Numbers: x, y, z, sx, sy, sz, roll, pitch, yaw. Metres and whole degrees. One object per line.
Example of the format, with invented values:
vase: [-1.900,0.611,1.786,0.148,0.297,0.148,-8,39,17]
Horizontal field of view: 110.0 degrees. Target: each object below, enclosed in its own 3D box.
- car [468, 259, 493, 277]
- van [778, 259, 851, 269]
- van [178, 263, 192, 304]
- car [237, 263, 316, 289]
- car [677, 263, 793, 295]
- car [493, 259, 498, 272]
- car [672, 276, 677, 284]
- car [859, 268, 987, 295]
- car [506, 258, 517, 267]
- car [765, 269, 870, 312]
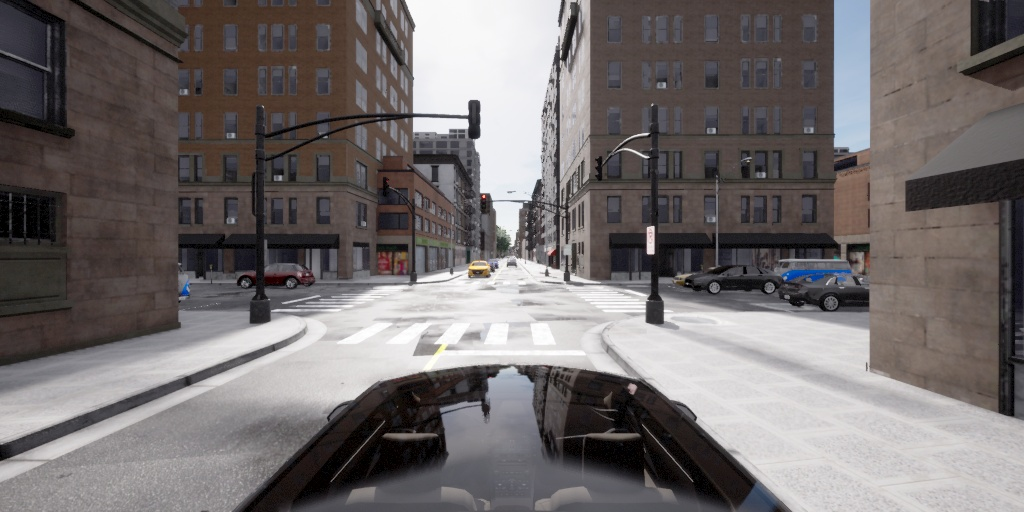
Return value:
car: [-3.123,1.218,34.780,1.882,1.535,5.008,0,0,-1]
van: [18.247,1.081,21.911,3.998,1.789,1.690,0,0,1]
van: [-14.682,1.089,13.704,3.998,1.789,1.690,0,0,1]
car: [-14.617,1.172,22.230,4.097,1.591,1.967,0,0,1]
car: [11.916,1.248,19.416,4.892,1.490,1.837,0,0,-1]
car: [-3.132,1.333,45.091,1.895,1.301,4.718,0,0,0]
car: [12.408,1.264,21.968,4.829,1.417,1.751,0,0,1]
car: [21.949,1.346,19.306,4.718,1.301,1.895,0,0,1]
car: [-0.044,1.260,63.714,2.033,1.411,5.357,0,0,0]
car: [12.513,1.305,13.441,4.403,1.370,2.007,0,0,1]
